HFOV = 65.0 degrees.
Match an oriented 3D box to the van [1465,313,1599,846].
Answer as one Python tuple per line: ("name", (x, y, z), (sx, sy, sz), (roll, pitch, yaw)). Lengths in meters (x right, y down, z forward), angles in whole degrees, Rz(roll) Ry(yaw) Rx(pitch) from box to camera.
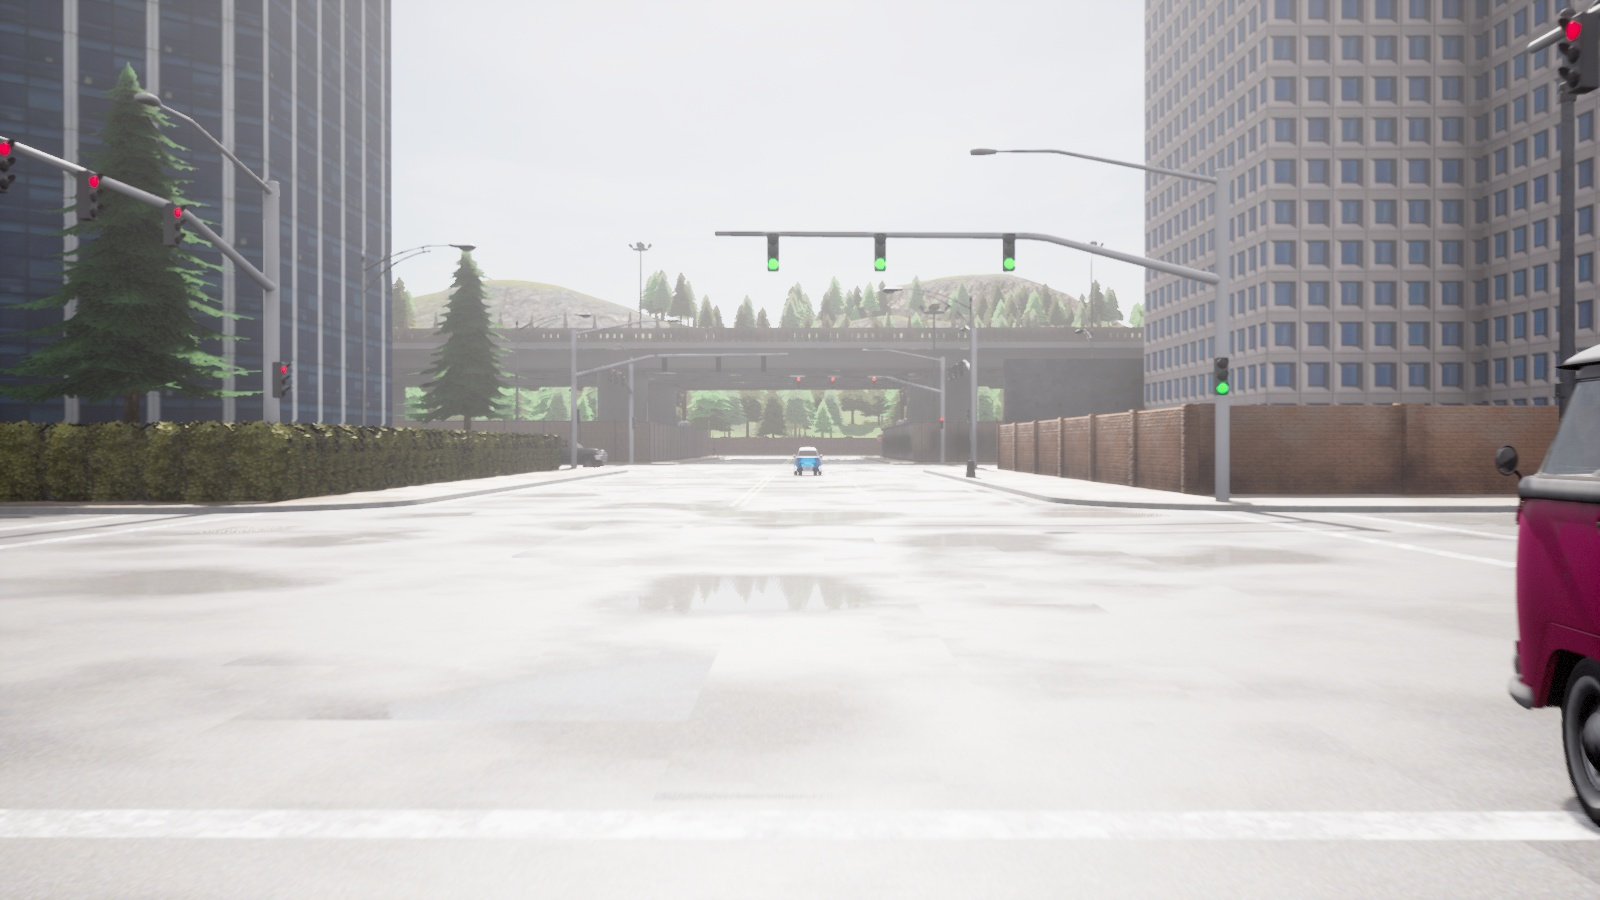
("van", (3.763, 0.487, 3.546), (1.775, 1.987, 4.442), (0, 0, 6))

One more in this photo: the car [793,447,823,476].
("car", (0.389, 0.536, 61.297), (1.481, 1.376, 2.207), (0, 1, 0))

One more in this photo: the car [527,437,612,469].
("car", (-13.667, 0.181, 74.557), (4.605, 1.855, 1.932), (0, 0, 5))
